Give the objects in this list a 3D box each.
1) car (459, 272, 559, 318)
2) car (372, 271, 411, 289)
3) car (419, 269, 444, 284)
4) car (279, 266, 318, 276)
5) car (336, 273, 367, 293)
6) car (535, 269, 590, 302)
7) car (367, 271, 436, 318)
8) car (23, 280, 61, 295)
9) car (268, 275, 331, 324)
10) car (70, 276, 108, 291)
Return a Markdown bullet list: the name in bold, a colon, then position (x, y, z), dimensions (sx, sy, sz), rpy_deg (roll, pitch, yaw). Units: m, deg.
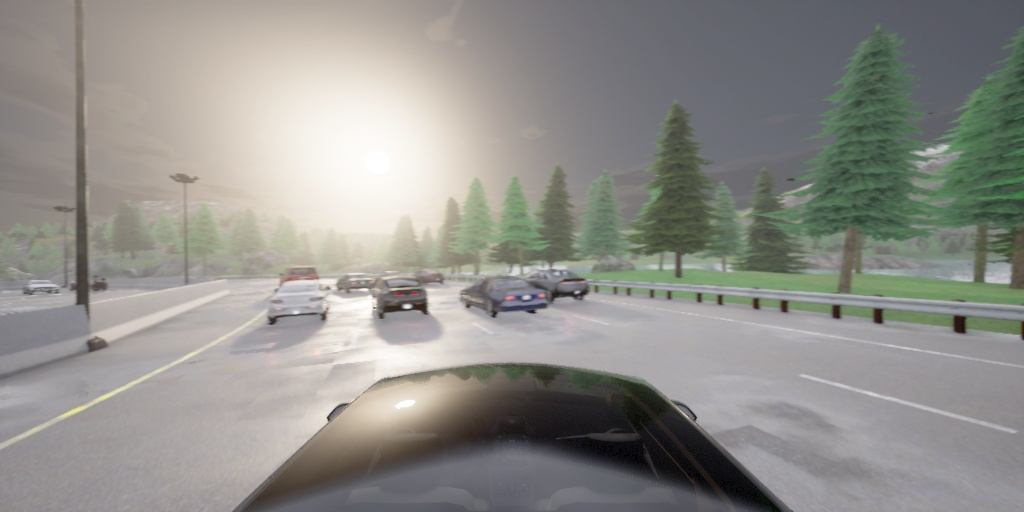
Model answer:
- **car**: position (-0.555, 1.488, 14.227), dimensions (2.033, 1.411, 5.357), rpy_deg (-1, -1, -25)
- **car**: position (-10.585, 2.039, 31.273), dimensions (1.994, 1.385, 4.181), rpy_deg (-1, -1, -37)
- **car**: position (-7.960, 1.954, 33.605), dimensions (1.812, 1.442, 4.674), rpy_deg (-1, -1, -37)
- **car**: position (-15.621, 1.777, 26.367), dimensions (2.150, 2.045, 5.566), rpy_deg (-1, -1, -37)
- **car**: position (-12.054, 2.011, 27.438), dimensions (2.033, 1.411, 5.357), rpy_deg (-1, -1, -36)
- **car**: position (1.747, 1.410, 17.501), dimensions (2.128, 1.511, 4.902), rpy_deg (-1, -1, -25)
- **car**: position (-4.742, 1.579, 14.882), dimensions (1.837, 1.490, 4.892), rpy_deg (-1, -1, -25)
- **car**: position (-48.138, 3.180, 36.614), dimensions (4.674, 1.442, 1.812), rpy_deg (-2, -1, 29)
- **car**: position (-8.246, 1.691, 14.122), dimensions (1.812, 1.442, 4.674), rpy_deg (-1, -1, -26)
- **car**: position (-47.329, 3.031, 40.154), dimensions (4.553, 1.767, 2.097), rpy_deg (-2, -1, 29)
